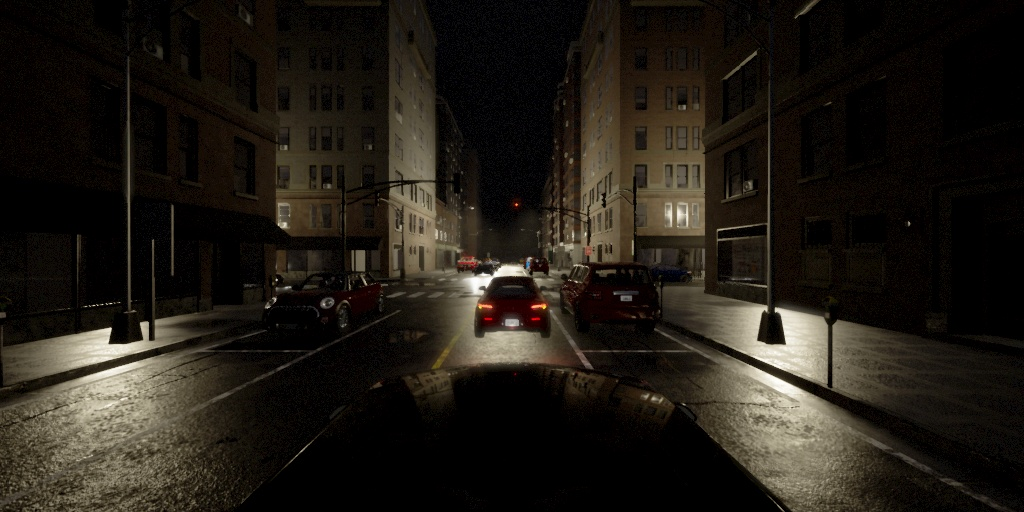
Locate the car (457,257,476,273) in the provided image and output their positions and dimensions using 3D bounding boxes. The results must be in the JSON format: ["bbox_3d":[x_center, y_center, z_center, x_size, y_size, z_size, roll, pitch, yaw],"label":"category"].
[{"bbox_3d":[-5.326,1.062,43.274,2.192,1.841,5.009,0,0,0],"label":"car"}]

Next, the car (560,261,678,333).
[{"bbox_3d":[2.656,1.064,10.696,2.192,1.841,5.009,0,0,0],"label":"car"}]

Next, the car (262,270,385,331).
[{"bbox_3d":[-5.369,1.189,10.714,1.967,1.591,4.097,0,0,0],"label":"car"}]

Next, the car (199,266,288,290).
[{"bbox_3d":[-17.068,1.362,22.958,4.181,1.385,1.994,0,0,0],"label":"car"}]

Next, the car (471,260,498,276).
[{"bbox_3d":[-2.769,1.349,36.672,1.895,1.301,4.718,0,0,0],"label":"car"}]

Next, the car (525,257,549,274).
[{"bbox_3d":[2.781,1.063,37.752,2.192,1.841,5.009,0,0,0],"label":"car"}]

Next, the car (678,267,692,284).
[{"bbox_3d":[10.627,1.280,25.874,4.181,1.385,1.994,0,0,3],"label":"car"}]

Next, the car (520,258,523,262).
[{"bbox_3d":[2.805,1.061,54.264,2.192,1.841,5.009,0,0,0],"label":"car"}]

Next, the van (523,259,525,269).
[{"bbox_3d":[2.797,1.088,48.760,1.690,1.789,3.998,0,0,0],"label":"van"}]

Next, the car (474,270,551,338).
[{"bbox_3d":[0.025,1.276,10.053,1.812,1.442,4.674,0,0,1],"label":"car"}]

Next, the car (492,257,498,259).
[{"bbox_3d":[-2.709,1.294,58.730,2.033,1.411,5.357,0,0,0],"label":"car"}]

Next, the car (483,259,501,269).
[{"bbox_3d":[-2.743,1.348,46.679,1.895,1.301,4.718,0,0,0],"label":"car"}]
